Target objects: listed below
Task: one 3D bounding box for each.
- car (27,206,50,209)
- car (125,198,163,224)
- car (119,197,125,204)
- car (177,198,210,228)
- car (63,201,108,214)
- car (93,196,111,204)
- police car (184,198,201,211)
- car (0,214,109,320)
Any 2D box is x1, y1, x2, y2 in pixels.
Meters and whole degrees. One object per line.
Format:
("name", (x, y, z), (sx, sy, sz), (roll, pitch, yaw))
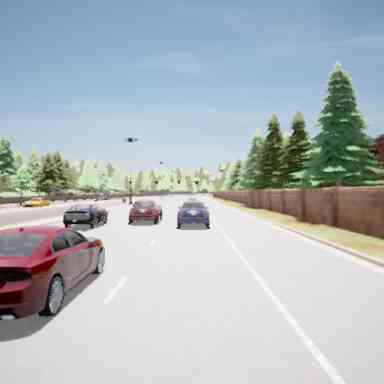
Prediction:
("car", (-21.109, 1.534, 45.588), (1.882, 1.535, 5.008), (0, 0, 0))
("car", (-3.423, 1.383, 25.246), (2.097, 1.767, 4.553), (0, 0, 0))
("car", (-14.144, 1.634, 66.449), (2.033, 1.411, 5.357), (0, 0, -1))
("car", (0.079, 1.380, 22.659), (2.097, 1.767, 4.553), (0, 0, 0))
("car", (-6.920, 1.519, 22.051), (2.128, 1.511, 4.902), (0, 0, 0))
("car", (-17.649, 1.586, 65.269), (2.128, 1.511, 4.902), (0, 0, 1))
("police car", (0.061, 1.558, 42.889), (2.038, 1.542, 4.974), (0, 0, 0))
("car", (-3.407, 1.487, 7.482), (1.882, 1.535, 5.008), (0, 0, 0))
